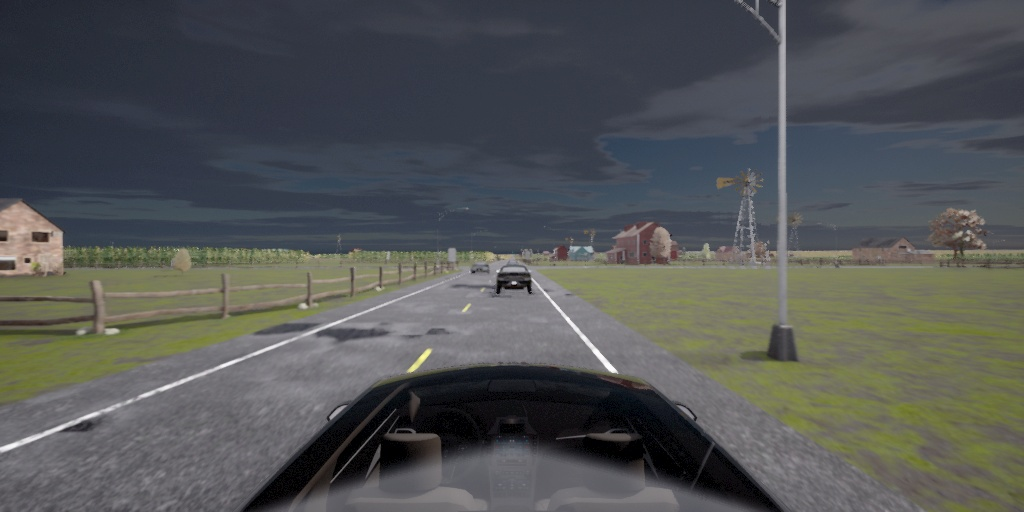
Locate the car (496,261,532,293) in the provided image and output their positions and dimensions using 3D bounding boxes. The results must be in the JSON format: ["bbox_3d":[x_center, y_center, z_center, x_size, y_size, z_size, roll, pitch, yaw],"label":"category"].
[{"bbox_3d":[0.112,1.230,20.909,1.882,1.535,5.008,0,0,0],"label":"car"}]

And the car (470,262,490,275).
[{"bbox_3d":[-3.480,1.332,40.203,1.994,1.385,4.181,0,0,0],"label":"car"}]
